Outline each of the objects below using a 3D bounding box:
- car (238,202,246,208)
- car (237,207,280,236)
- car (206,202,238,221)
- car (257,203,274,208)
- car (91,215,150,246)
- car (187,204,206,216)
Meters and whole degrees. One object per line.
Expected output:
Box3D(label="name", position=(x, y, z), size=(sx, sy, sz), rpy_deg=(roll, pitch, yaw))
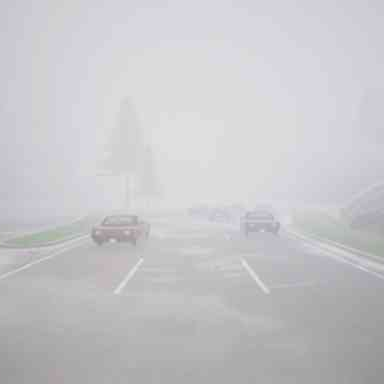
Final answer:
Box3D(label="car", position=(5.959, 1.984, 42.536), size=(1.812, 1.442, 4.674), rpy_deg=(0, 0, 13))
Box3D(label="car", position=(3.966, 1.819, 20.122), size=(1.895, 1.301, 4.718), rpy_deg=(0, -1, 4))
Box3D(label="car", position=(2.890, 1.862, 31.119), size=(1.812, 1.442, 4.674), rpy_deg=(0, -1, 15))
Box3D(label="car", position=(7.737, 1.931, 35.548), size=(2.033, 1.411, 5.357), rpy_deg=(0, -1, 16))
Box3D(label="car", position=(-3.256, 1.777, 16.260), size=(1.895, 1.301, 4.718), rpy_deg=(0, -1, 2))
Box3D(label="car", position=(0.994, 2.004, 37.370), size=(1.895, 1.301, 4.718), rpy_deg=(0, -1, 16))
